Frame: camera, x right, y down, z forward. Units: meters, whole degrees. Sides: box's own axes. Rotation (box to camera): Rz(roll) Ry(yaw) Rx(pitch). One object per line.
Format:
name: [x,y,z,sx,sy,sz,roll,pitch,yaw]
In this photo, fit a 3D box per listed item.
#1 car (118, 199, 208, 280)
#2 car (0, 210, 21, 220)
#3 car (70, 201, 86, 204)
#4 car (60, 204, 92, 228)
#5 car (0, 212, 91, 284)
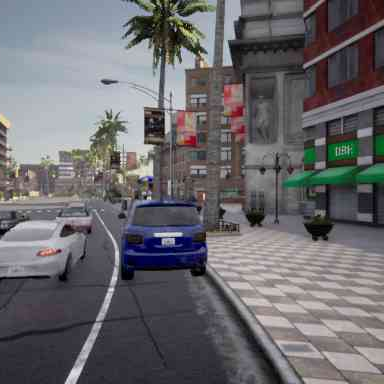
car: [-1.055,1.218,10.220,2.150,2.045,5.566,0,0,-11]
car: [-9.728,1.593,17.139,1.895,1.301,4.718,0,0,-17]
car: [-9.819,1.517,28.616,1.812,1.442,4.674,0,0,-18]
car: [-6.727,1.595,19.158,1.895,1.301,4.718,0,0,-16]
car: [-4.192,1.523,9.454,1.812,1.442,4.674,0,0,-10]
